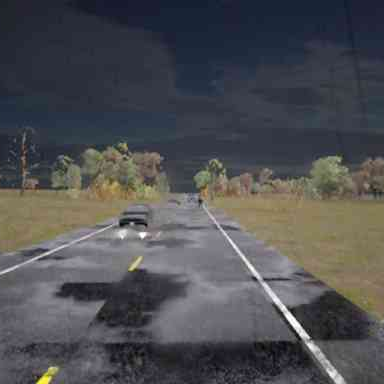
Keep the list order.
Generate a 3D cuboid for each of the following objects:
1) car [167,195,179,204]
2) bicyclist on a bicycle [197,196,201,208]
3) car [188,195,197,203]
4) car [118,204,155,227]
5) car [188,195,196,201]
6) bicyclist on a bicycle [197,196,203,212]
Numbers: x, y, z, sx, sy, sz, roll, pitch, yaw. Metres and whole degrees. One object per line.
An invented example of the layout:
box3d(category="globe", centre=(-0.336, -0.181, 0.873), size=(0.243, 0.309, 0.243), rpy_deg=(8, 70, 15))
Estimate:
box3d(category="car", centre=(-3.519, 1.276, 62.914), size=(2.097, 1.767, 4.553), rpy_deg=(0, 0, 0))
box3d(category="bicyclist on a bicycle", centre=(0.965, 1.396, 45.598), size=(0.582, 1.620, 1.656), rpy_deg=(0, 0, 0))
box3d(category="car", centre=(0.003, 1.458, 67.918), size=(2.033, 1.411, 5.357), rpy_deg=(0, 0, 0))
box3d(category="car", centre=(-3.600, 1.521, 22.610), size=(2.033, 1.411, 5.357), rpy_deg=(0, 0, 0))
box3d(category="car", centre=(0.004, 1.427, 79.550), size=(2.033, 1.411, 5.357), rpy_deg=(0, 0, 0))
box3d(category="bicyclist on a bicycle", centre=(0.964, 1.326, 36.466), size=(0.659, 1.776, 1.843), rpy_deg=(0, 0, 0))
